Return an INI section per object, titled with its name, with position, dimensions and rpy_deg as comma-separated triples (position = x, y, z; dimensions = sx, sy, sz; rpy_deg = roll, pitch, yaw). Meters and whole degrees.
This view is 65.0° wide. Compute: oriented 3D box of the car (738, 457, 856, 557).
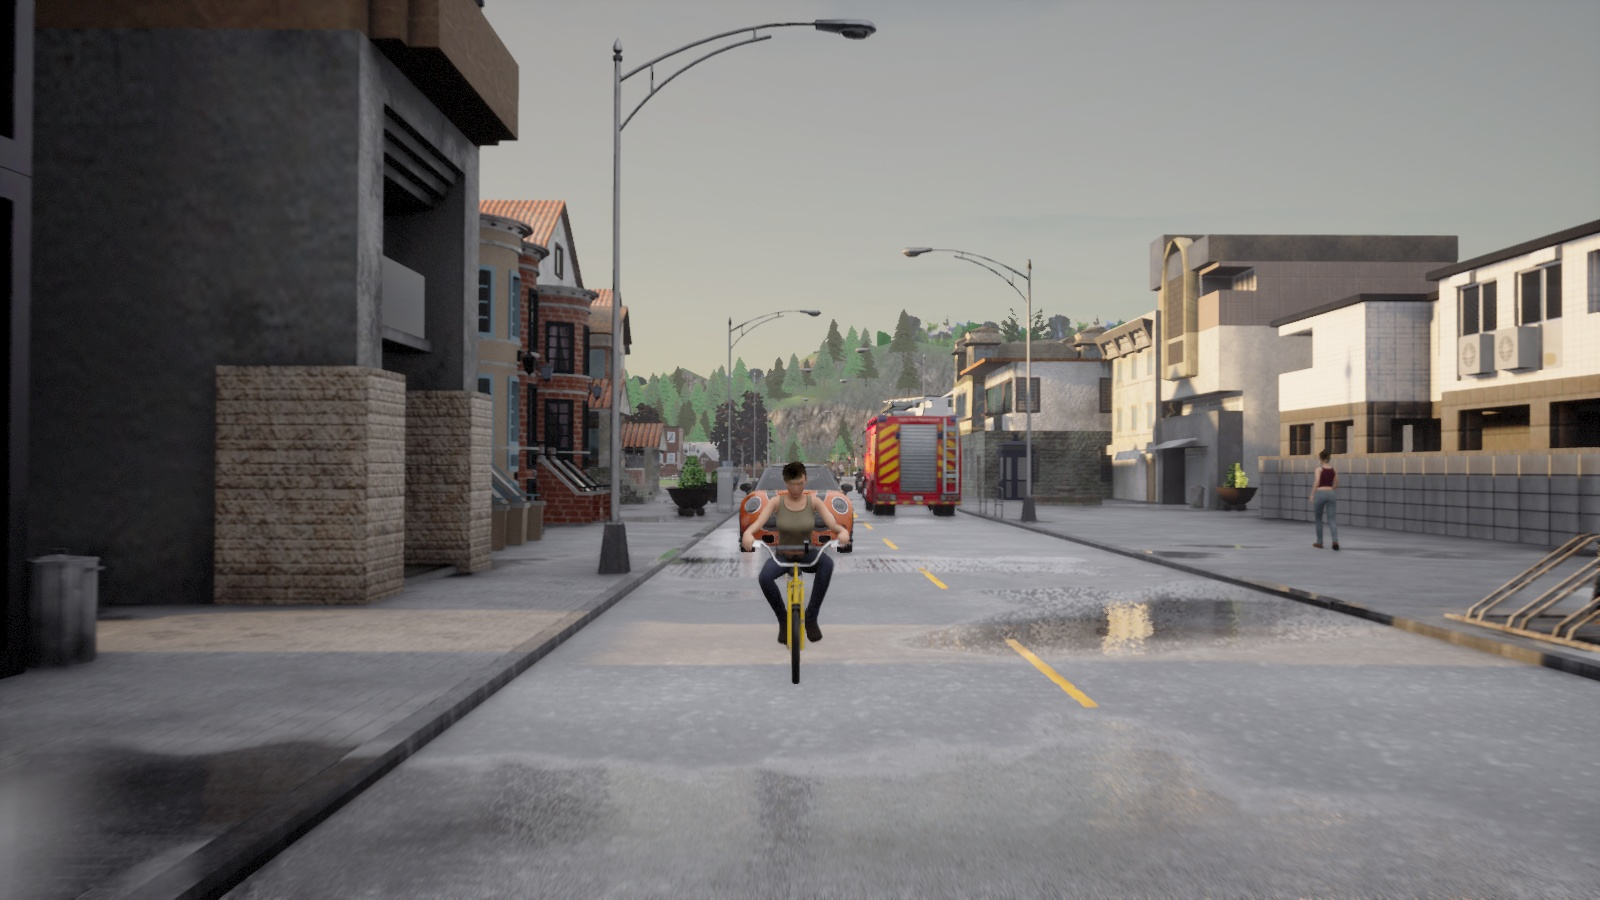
[car]
position = -0.060, 1.039, 24.602
dimensions = 2.097, 1.767, 4.553
rpy_deg = 0, -1, 0

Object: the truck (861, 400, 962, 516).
[truck]
position = 3.885, 0.318, 45.759
dimensions = 2.891, 3.827, 8.468
rpy_deg = 0, -1, 0

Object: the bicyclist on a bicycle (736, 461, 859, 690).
[bicyclist on a bicycle]
position = -0.027, 0.894, 9.643
dimensions = 0.866, 1.612, 1.509
rpy_deg = 0, 0, -1
